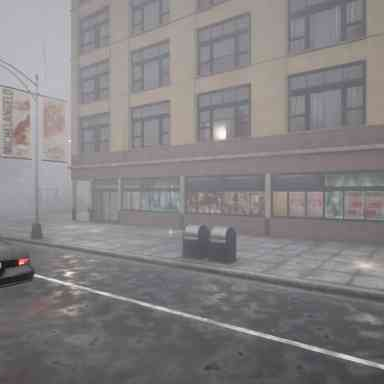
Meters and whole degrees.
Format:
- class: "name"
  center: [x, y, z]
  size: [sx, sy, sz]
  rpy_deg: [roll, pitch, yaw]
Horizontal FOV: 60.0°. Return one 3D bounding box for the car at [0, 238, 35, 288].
- class: "car"
  center: [-6.014, 1.547, 8.156]
  size: [5.357, 1.411, 2.033]
  rpy_deg: [0, 0, 35]
